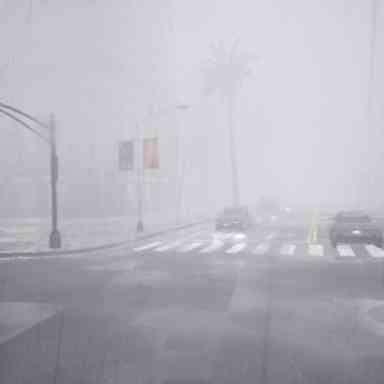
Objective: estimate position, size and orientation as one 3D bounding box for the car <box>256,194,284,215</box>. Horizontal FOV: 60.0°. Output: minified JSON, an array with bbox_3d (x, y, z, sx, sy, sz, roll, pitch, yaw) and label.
[{"bbox_3d":[8.729,1.471,37.964,2.150,2.045,5.566,-2,-1,21],"label":"car"}]

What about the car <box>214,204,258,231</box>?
[{"bbox_3d":[2.911,1.730,22.608,1.837,1.490,4.892,-2,1,21],"label":"car"}]

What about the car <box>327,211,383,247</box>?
[{"bbox_3d":[7.152,1.547,14.903,1.994,1.385,4.181,-2,-1,21],"label":"car"}]

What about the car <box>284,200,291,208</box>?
[{"bbox_3d":[15.086,1.905,54.439,1.895,1.301,4.718,-2,-1,21],"label":"car"}]
